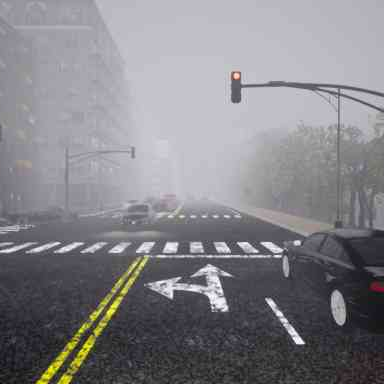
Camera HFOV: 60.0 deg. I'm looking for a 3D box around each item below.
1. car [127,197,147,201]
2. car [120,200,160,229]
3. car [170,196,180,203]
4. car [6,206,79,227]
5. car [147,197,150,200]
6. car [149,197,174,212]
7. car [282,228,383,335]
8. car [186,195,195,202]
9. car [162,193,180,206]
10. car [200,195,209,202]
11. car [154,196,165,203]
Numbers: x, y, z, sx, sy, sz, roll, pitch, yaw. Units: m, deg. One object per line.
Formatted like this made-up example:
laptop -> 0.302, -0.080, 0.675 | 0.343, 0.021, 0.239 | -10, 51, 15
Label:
car -> -6.754, 1.531, 38.445 | 1.812, 1.442, 4.674 | 0, 0, 0
car -> -3.442, 1.549, 21.941 | 1.837, 1.490, 4.892 | 0, 0, 0
car -> -3.531, 1.542, 69.157 | 1.812, 1.442, 4.674 | 0, 0, 0
car -> -10.907, 1.714, 24.354 | 4.718, 1.301, 1.895 | -1, 0, -38
car -> -6.811, 1.492, 54.823 | 1.882, 1.535, 5.008 | 0, 0, 0
car -> -3.500, 1.569, 38.295 | 1.994, 1.385, 4.181 | 0, 0, 0
car -> 3.326, 1.477, 6.891 | 1.882, 1.535, 5.008 | 0, 0, 0
car -> -0.311, 1.386, 77.182 | 2.097, 1.767, 4.553 | 0, 0, 0
car -> -3.560, 1.237, 53.729 | 2.150, 2.045, 5.566 | 0, 0, 0
car -> 2.937, 1.557, 77.752 | 2.128, 1.511, 4.902 | 0, 0, 0
car -> -6.784, 1.610, 70.205 | 1.895, 1.301, 4.718 | 0, 0, 0
